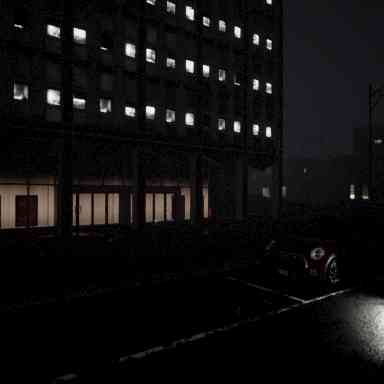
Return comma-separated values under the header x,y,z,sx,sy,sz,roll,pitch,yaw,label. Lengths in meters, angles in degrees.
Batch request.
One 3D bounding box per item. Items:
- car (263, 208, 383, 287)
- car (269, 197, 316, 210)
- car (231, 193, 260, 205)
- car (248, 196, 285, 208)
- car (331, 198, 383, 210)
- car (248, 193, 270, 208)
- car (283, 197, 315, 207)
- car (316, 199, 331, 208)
x,y,z,sx,sy,sz,roll,pitch,yaw,label
3.863,1.441,9.316,4.097,1.590,1.967,0,0,-36,car
11.746,1.427,39.188,2.008,1.369,4.403,1,0,-35,car
9.197,1.168,57.616,2.192,1.841,5.009,1,0,-35,car
10.224,1.341,45.933,1.882,1.535,5.008,0,0,-35,car
17.856,1.468,34.899,2.033,1.411,5.357,0,0,-35,car
8.600,1.168,43.743,2.192,1.841,5.009,1,0,-35,car
15.492,1.481,48.507,1.802,1.307,4.206,1,0,-35,car
18.544,1.447,44.091,1.752,1.417,4.829,1,0,-35,car
